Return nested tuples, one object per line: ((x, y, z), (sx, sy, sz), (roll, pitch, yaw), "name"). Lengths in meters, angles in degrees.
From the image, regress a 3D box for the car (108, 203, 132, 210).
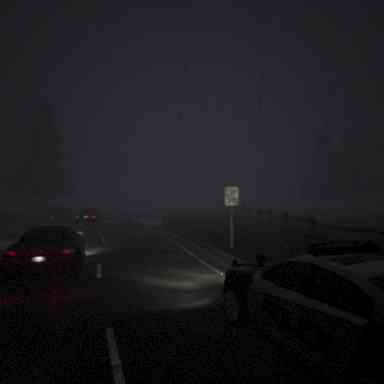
((-13.549, 2.716, 62.533), (4.718, 1.301, 1.895), (-1, -1, 33), "car")

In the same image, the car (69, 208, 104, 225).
((-8.778, 2.056, 28.683), (2.033, 1.411, 5.357), (0, -1, -8), "car")

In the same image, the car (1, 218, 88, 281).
((-4.520, 1.752, 10.582), (1.994, 1.385, 4.181), (0, -1, -16), "car")

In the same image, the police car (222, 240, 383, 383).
((2.036, 1.520, 4.730), (1.930, 1.638, 5.238), (0, -1, -18), "police car")

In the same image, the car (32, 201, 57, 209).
((-29.107, 2.487, 66.069), (4.892, 1.490, 1.837), (0, -1, -17), "car")

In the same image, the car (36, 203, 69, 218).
((-12.529, 2.043, 31.451), (2.128, 1.511, 4.902), (0, -1, -6), "car")
